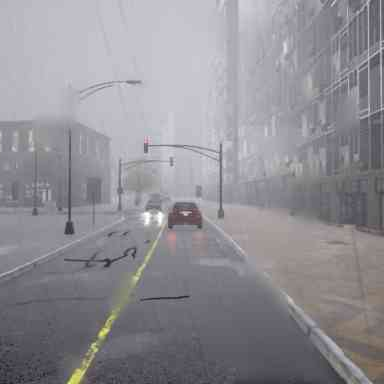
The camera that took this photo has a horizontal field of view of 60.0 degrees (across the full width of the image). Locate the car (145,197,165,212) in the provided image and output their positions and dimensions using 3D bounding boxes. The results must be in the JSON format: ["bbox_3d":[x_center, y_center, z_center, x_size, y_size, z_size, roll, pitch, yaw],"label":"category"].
[{"bbox_3d":[-4.448,1.598,39.034,1.895,1.301,4.718,0,0,-5],"label":"car"}]

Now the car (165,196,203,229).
[{"bbox_3d":[-0.533,1.356,21.928,2.097,1.767,4.553,0,0,-4],"label":"car"}]

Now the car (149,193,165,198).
[{"bbox_3d":[-6.165,1.213,56.933,2.150,2.045,5.566,0,0,-6],"label":"car"}]

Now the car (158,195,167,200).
[{"bbox_3d":[-7.787,1.405,87.671,1.895,1.301,4.718,0,0,-11],"label":"car"}]

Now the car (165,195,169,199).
[{"bbox_3d":[-6.063,1.454,77.371,1.882,1.535,5.008,0,0,-9],"label":"car"}]
